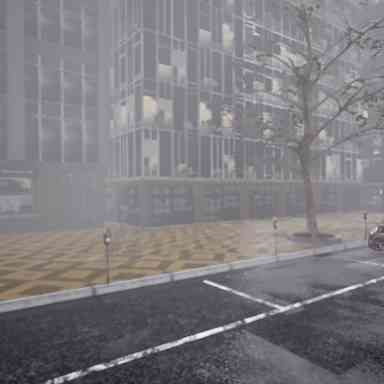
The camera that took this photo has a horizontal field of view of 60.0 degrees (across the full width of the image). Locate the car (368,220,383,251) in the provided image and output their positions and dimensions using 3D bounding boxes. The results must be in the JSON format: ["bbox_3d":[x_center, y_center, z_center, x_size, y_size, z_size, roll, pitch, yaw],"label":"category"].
[{"bbox_3d":[8.450,1.415,12.591,4.097,1.590,1.967,0,0,-35],"label":"car"}]
